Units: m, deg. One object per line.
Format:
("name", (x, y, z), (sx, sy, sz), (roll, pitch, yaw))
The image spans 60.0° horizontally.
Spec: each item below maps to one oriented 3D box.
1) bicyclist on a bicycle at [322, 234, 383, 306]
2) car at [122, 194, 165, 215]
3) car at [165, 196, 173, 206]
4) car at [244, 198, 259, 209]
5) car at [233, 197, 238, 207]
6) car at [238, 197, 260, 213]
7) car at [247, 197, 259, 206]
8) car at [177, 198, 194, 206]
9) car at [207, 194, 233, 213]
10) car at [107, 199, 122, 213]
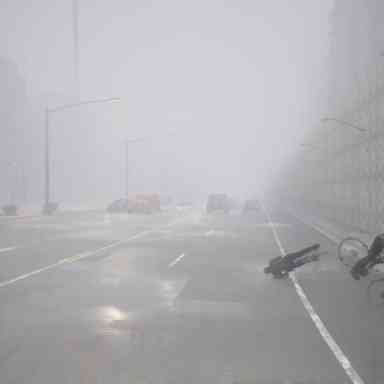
("bicyclist on a bicycle", (3.794, 1.385, 6.461), (0.582, 1.656, 1.620), (-6, -34, -37))
("car", (-4.857, 1.221, 34.237), (2.150, 2.045, 5.566), (0, 0, 11))
("car", (-4.439, 1.345, 53.734), (2.033, 1.411, 5.357), (0, 0, 11))
("car", (8.475, 1.563, 46.901), (1.994, 1.385, 4.181), (0, 0, 11))
("car", (4.967, 1.547, 47.209), (2.033, 1.411, 5.357), (0, 0, 11))
("car", (6.559, 1.547, 36.800), (2.033, 1.411, 5.357), (0, 0, 11))
("car", (10.432, 1.546, 56.717), (2.033, 1.411, 5.357), (0, 0, 11))
("car", (-1.006, 1.600, 53.050), (1.994, 1.385, 4.181), (0, 0, 11))
("car", (2.966, 1.221, 36.705), (2.150, 2.045, 5.566), (0, 0, 11))
("car", (-7.794, 1.477, 37.385), (1.882, 1.535, 5.008), (0, 0, 11))
